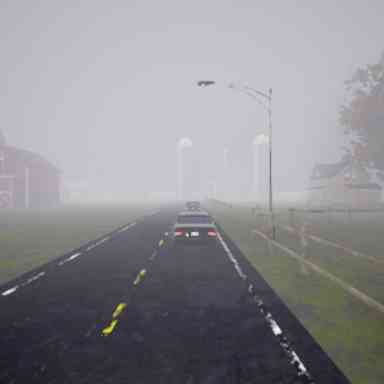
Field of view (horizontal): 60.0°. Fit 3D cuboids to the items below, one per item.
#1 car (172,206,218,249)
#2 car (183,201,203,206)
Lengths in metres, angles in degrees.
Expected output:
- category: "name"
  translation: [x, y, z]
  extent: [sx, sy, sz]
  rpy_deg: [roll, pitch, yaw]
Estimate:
- category: "car"
  translation: [0.098, 1.557, 14.529]
  extent: [2.033, 1.411, 5.357]
  rpy_deg: [0, 0, 0]
- category: "car"
  translation: [0.101, 1.574, 33.110]
  extent: [2.033, 1.411, 5.357]
  rpy_deg: [0, 0, 0]
